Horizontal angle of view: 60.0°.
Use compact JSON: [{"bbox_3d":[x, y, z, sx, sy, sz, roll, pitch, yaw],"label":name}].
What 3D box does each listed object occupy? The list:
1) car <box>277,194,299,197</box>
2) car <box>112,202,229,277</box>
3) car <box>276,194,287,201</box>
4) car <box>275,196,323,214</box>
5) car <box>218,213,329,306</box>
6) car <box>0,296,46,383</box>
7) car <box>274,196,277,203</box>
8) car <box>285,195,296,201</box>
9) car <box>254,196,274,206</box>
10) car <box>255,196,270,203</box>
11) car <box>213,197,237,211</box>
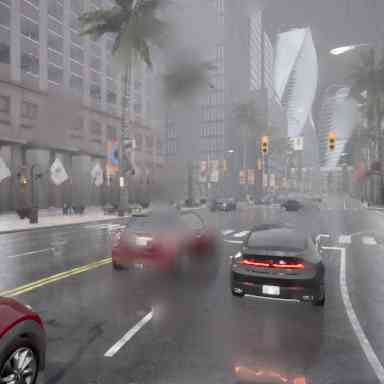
[{"bbox_3d":[16.393,1.547,56.925,2.033,1.411,5.357,0,0,25],"label":"car"},{"bbox_3d":[-0.533,1.352,10.591,2.097,1.767,4.553,0,0,21],"label":"car"},{"bbox_3d":[24.019,1.354,89.180,2.185,1.767,4.553,0,0,24],"label":"car"},{"bbox_3d":[11.263,1.505,35.058,1.837,1.490,4.892,-2,1,-20],"label":"car"},{"bbox_3d":[2.251,1.505,8.224,1.837,1.490,4.892,0,0,20],"label":"car"},{"bbox_3d":[-2.960,1.352,2.123,2.097,1.767,4.553,0,0,7],"label":"car"},{"bbox_3d":[18.067,1.478,68.761,1.882,1.535,5.008,0,0,25],"label":"car"},{"bbox_3d":[24.278,1.476,82.215,1.882,1.535,5.008,0,0,25],"label":"car"},{"bbox_3d":[11.755,1.564,55.237,1.994,1.385,4.181,0,0,25],"label":"car"},{"bbox_3d":[14.795,1.513,69.282,2.161,1.482,4.786,0,0,24],"label":"car"},{"bbox_3d":[3.550,1.352,37.415,2.097,1.767,4.553,0,0,25],"label":"car"}]
